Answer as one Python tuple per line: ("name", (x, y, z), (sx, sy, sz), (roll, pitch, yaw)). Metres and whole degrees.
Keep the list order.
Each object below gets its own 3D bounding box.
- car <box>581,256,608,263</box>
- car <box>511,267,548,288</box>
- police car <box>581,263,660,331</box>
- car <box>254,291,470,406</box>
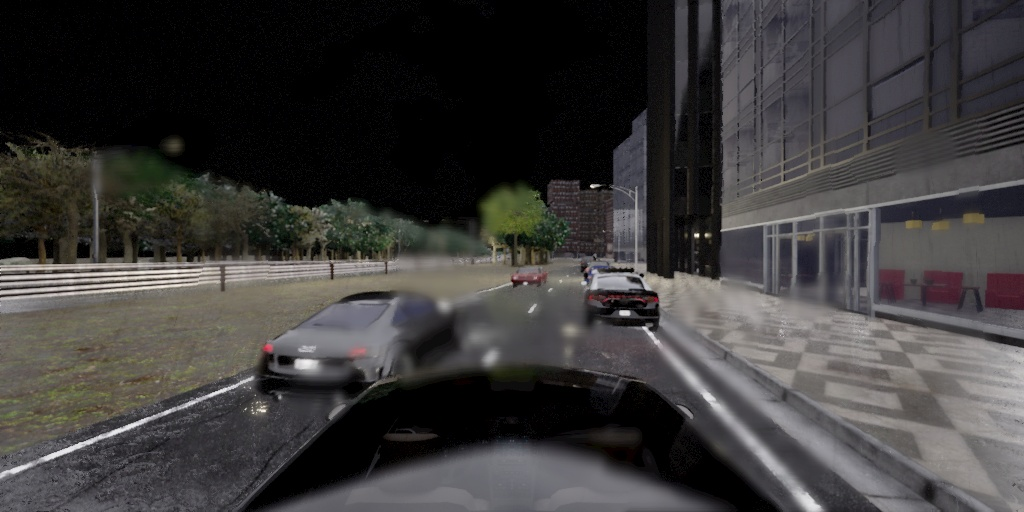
("car", (6.423, 1.115, 26.533), (2.097, 1.767, 4.553), (0, 0, 13))
("car", (1.311, 1.362, 23.914), (1.895, 1.301, 4.718), (0, 0, 12))
("police car", (3.215, 1.177, 11.205), (1.930, 1.638, 5.238), (0, 0, 11))
("car", (-2.171, 1.316, 6.405), (1.994, 1.385, 4.181), (0, 0, 10))
